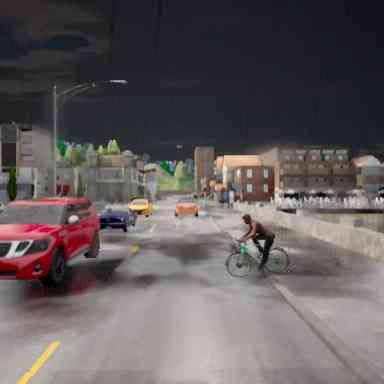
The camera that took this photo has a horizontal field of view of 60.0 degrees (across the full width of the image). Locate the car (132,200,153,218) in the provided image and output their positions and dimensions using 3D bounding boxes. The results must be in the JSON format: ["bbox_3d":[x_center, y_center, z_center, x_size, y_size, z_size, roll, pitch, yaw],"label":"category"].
[{"bbox_3d":[-4.674,1.440,30.184,1.882,1.535,5.008,0,0,-1],"label":"car"}]

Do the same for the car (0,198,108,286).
[{"bbox_3d":[-4.285,1.211,9.699,2.150,2.045,5.566,0,0,-1],"label":"car"}]

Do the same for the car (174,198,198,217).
[{"bbox_3d":[-0.522,1.314,30.760,2.097,1.767,4.553,0,0,-1],"label":"car"}]

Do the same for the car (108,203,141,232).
[{"bbox_3d":[-4.494,1.576,19.921,1.895,1.301,4.718,0,0,-1],"label":"car"}]

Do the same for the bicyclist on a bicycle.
[{"bbox_3d":[1.653,1.374,8.601,1.656,1.620,0.582,-6,0,-1],"label":"bicyclist on a bicycle"}]
